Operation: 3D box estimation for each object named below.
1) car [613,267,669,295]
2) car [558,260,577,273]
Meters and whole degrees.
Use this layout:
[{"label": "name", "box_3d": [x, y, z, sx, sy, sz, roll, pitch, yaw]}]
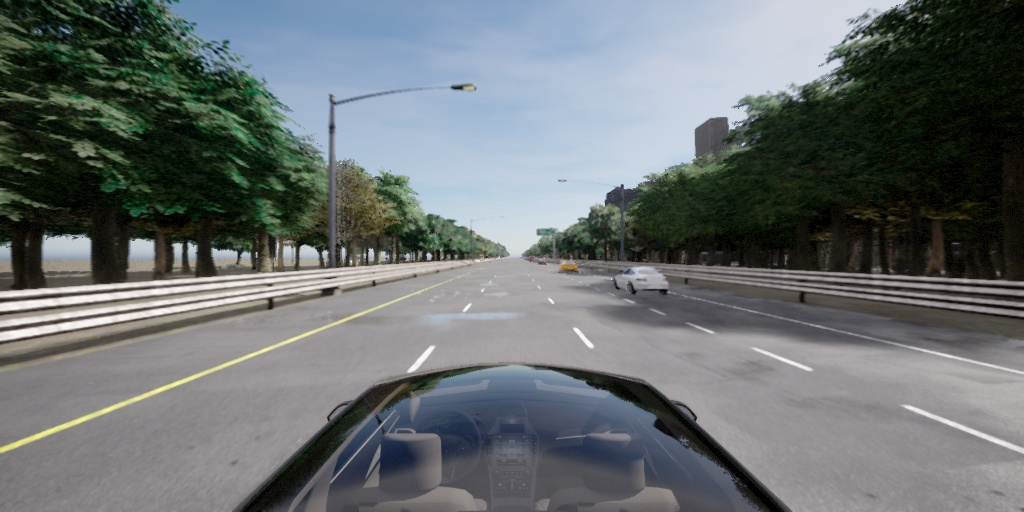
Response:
[{"label": "car", "box_3d": [7.014, 1.306, 19.822, 1.812, 1.442, 4.674, 0, 0, 0]}, {"label": "car", "box_3d": [7.098, 1.311, 45.861, 1.882, 1.535, 5.008, 0, 0, 0]}]
